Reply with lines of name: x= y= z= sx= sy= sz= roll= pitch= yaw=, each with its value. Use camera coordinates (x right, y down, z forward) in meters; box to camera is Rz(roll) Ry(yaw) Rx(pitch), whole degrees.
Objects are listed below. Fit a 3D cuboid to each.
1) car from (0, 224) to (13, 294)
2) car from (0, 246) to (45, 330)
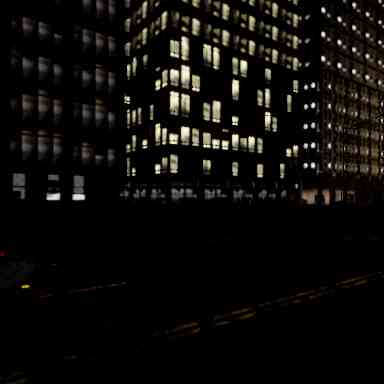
car: x=-6.352 y=1.566 z=7.160 sx=4.181 sy=1.385 sz=1.994 roll=1 pitch=0 yaw=-35
car: x=-4.539 y=1.523 z=4.478 sx=4.674 sy=1.442 sz=1.812 roll=1 pitch=0 yaw=-35
